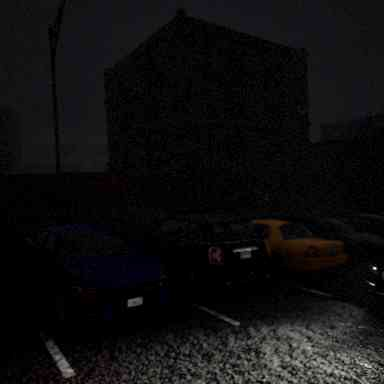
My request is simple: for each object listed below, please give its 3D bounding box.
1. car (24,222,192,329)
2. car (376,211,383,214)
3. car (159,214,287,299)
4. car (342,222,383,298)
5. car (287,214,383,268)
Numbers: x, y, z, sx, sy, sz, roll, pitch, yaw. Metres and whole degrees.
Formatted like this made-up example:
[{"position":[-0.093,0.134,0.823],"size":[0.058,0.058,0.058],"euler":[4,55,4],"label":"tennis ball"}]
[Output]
[{"position":[-2.359,1.481,7.329],"size":[2.097,1.535,5.008],"euler":[0,0,-36],"label":"car"},{"position":[6.831,1.619,13.884],"size":[2.002,1.452,4.674],"euler":[1,0,-36],"label":"car"},{"position":[-0.067,1.376,8.921],"size":[2.185,1.767,4.553],"euler":[0,0,-36],"label":"car"},{"position":[5.817,1.549,7.528],"size":[4.902,1.511,2.128],"euler":[1,0,-35],"label":"car"},{"position":[4.577,1.583,12.242],"size":[2.163,1.488,4.792],"euler":[1,0,-36],"label":"car"}]
